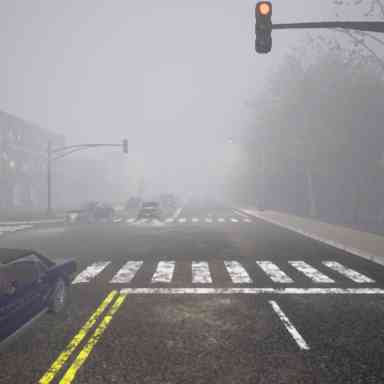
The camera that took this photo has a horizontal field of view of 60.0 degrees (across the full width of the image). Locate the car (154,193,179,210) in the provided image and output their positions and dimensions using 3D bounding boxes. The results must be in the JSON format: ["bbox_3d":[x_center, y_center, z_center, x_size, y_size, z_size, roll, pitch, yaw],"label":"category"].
[{"bbox_3d":[-3.297,1.205,44.141,2.150,2.045,5.566,0,0,0],"label":"car"}]

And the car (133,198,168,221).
[{"bbox_3d":[-3.318,1.498,27.179,1.837,1.490,4.892,0,0,0],"label":"car"}]

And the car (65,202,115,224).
[{"bbox_3d":[-7.505,1.486,24.981,2.128,1.511,4.902,0,0,13],"label":"car"}]

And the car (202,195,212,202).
[{"bbox_3d":[3.341,1.510,74.711,2.033,1.411,5.357,0,0,0],"label":"car"}]

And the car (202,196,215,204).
[{"bbox_3d":[3.429,1.576,64.693,1.895,1.301,4.718,0,0,0],"label":"car"}]

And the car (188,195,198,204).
[{"bbox_3d":[0.175,1.576,64.870,1.895,1.301,4.718,0,0,0],"label":"car"}]

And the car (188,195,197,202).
[{"bbox_3d":[0.094,1.494,74.636,2.128,1.511,4.902,0,0,0],"label":"car"}]

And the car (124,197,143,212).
[{"bbox_3d":[-6.552,1.339,38.913,2.097,1.767,4.553,0,0,0],"label":"car"}]

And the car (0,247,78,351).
[{"bbox_3d":[-3.347,1.600,4.828,1.895,1.301,4.718,0,0,0],"label":"car"}]

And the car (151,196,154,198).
[{"bbox_3d":[-6.499,1.469,59.672,2.128,1.511,4.902,0,0,0],"label":"car"}]

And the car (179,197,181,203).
[{"bbox_3d":[-3.183,1.539,66.949,1.994,1.385,4.181,0,0,1],"label":"car"}]
